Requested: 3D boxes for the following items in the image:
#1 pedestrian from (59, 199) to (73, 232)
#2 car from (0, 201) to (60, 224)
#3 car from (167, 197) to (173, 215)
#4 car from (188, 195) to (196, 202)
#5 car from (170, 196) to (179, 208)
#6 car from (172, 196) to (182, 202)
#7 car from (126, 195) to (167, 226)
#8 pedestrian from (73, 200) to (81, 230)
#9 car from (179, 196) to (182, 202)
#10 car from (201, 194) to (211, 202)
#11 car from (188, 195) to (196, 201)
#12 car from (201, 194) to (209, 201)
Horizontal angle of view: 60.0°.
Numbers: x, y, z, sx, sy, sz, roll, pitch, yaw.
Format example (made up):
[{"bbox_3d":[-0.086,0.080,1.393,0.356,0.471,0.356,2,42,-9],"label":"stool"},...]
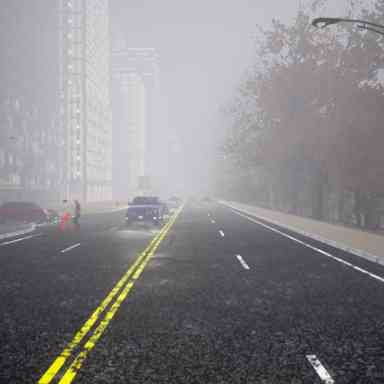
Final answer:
[{"bbox_3d":[-7.122,1.292,18.774,0.375,1.860,0.375,0,0,0],"label":"pedestrian"},{"bbox_3d":[-13.091,1.543,26.726,4.553,1.767,2.097,-1,0,6],"label":"car"},{"bbox_3d":[-3.355,1.579,34.542,1.994,1.385,4.181,0,0,0],"label":"car"},{"bbox_3d":[0.003,1.539,74.897,2.033,1.411,5.357,0,0,0],"label":"car"},{"bbox_3d":[-3.344,1.602,47.784,1.895,1.301,4.718,0,0,0],"label":"car"},{"bbox_3d":[-3.248,1.555,73.281,1.994,1.385,4.181,0,0,0],"label":"car"},{"bbox_3d":[-3.370,1.292,24.533,2.150,2.045,5.566,-1,0,0],"label":"car"},{"bbox_3d":[-6.680,1.303,19.400,0.375,1.860,0.375,0,0,0],"label":"pedestrian"},{"bbox_3d":[-3.318,1.510,60.536,1.837,1.490,4.892,0,-1,0],"label":"car"},{"bbox_3d":[3.252,1.499,74.896,1.837,1.490,4.892,0,0,0],"label":"car"},{"bbox_3d":[0.004,1.415,85.290,1.812,1.442,4.674,0,0,0],"label":"car"},{"bbox_3d":[3.254,1.369,85.290,1.882,1.535,5.008,0,0,0],"label":"car"}]
